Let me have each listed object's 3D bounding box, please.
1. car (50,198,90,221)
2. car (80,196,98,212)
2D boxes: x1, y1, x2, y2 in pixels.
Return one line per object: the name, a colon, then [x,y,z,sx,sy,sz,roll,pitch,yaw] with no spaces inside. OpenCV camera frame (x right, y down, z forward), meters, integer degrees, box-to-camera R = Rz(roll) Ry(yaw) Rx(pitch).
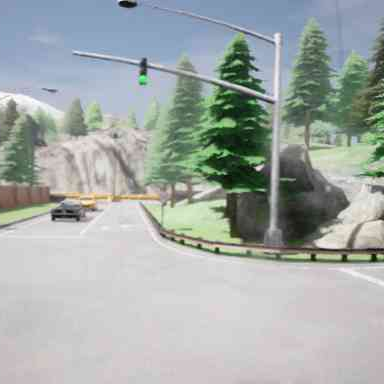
car: [-8.791,1.327,23.998,1.895,1.301,4.718,1,0,-11]
car: [-10.733,1.131,34.024,1.882,1.535,5.008,1,0,-11]
